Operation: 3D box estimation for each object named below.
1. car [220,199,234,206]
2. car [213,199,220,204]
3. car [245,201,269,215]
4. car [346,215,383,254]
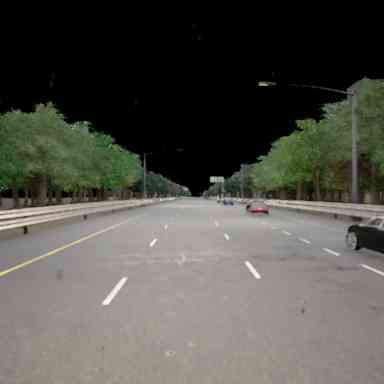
[{"bbox_3d":[7.263,2.064,67.884,1.812,1.442,4.674,0,-1,0],"label":"car"},{"bbox_3d":[7.448,2.416,88.973,1.895,1.301,4.718,0,-1,1],"label":"car"},{"bbox_3d":[7.080,1.725,36.619,1.994,1.385,4.181,0,-1,0],"label":"car"},{"bbox_3d":[7.008,1.504,11.248,2.128,1.511,4.902,0,0,0],"label":"car"}]
